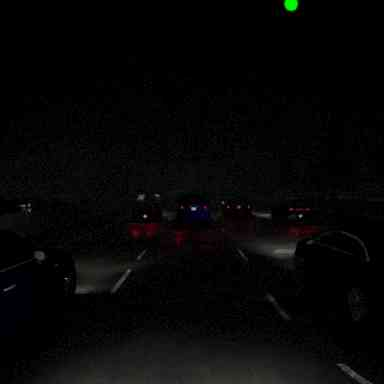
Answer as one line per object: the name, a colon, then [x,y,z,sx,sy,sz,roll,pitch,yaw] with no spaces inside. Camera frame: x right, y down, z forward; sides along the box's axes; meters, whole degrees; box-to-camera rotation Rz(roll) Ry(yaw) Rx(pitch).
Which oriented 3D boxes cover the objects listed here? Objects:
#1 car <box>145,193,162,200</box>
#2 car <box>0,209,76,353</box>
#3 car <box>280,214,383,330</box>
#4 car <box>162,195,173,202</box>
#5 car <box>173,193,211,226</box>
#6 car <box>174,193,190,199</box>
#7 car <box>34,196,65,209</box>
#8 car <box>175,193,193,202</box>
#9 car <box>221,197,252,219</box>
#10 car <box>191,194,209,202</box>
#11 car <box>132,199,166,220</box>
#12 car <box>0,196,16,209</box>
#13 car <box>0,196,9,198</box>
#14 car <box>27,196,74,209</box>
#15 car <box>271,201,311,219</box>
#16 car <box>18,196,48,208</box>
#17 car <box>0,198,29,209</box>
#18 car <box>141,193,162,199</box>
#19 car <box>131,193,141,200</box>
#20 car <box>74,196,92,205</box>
car: [-8.703,0.967,74.678,2.128,1.511,4.902,0,0,-30]
car: [-3.399,1.325,4.941,2.097,1.767,4.553,0,0,0]
car: [3.601,1.453,6.819,2.128,1.511,4.902,0,0,0]
car: [-4.905,1.221,65.698,1.994,1.385,4.181,0,0,-22]
car: [0.105,1.101,22.621,2.150,2.045,5.566,0,0,0]
car: [-2.421,1.019,77.761,1.895,1.301,4.718,0,0,-30]
car: [-17.618,1.262,41.416,1.882,1.535,5.008,0,0,-3]
car: [-1.658,1.002,66.987,2.097,1.767,4.553,0,0,-22]
car: [3.606,1.205,27.721,2.097,1.767,4.553,0,0,0]
car: [1.536,1.141,68.434,1.837,1.490,4.892,0,0,-22]
car: [-3.394,1.461,26.317,1.895,1.301,4.718,0,0,0]
car: [-24.724,1.271,42.414,2.128,1.511,4.902,0,0,-3]
car: [-17.493,1.337,32.176,1.837,1.490,4.892,0,0,0]
car: [-13.995,1.373,33.267,2.033,1.411,5.357,0,0,0]
car: [7.105,1.362,24.177,2.128,1.511,4.902,0,0,0]
car: [-21.448,1.313,45.073,2.033,1.411,5.357,0,0,-6]
car: [-13.995,1.424,23.381,2.033,1.411,5.357,0,0,0]
car: [-7.887,1.269,63.631,1.895,1.301,4.718,0,0,-22]
car: [-11.852,0.976,73.149,2.128,1.511,4.902,0,0,-30]
car: [-14.218,1.254,42.728,1.882,1.535,5.008,0,0,-3]
